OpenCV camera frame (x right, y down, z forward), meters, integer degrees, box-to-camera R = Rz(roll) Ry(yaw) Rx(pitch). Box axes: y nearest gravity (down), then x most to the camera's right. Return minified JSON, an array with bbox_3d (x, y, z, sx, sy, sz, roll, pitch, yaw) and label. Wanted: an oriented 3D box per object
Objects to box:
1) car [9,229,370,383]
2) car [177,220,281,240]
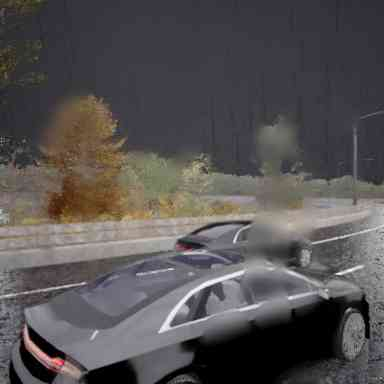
[{"bbox_3d":[0.451,1.528,4.279,4.902,1.511,2.128,0,-1,-37],"label":"car"},{"bbox_3d":[1.682,1.588,9.739,4.892,1.490,1.837,1,0,-39],"label":"car"}]
